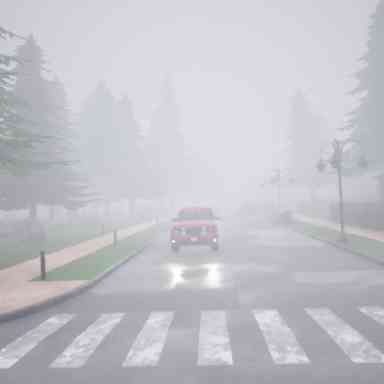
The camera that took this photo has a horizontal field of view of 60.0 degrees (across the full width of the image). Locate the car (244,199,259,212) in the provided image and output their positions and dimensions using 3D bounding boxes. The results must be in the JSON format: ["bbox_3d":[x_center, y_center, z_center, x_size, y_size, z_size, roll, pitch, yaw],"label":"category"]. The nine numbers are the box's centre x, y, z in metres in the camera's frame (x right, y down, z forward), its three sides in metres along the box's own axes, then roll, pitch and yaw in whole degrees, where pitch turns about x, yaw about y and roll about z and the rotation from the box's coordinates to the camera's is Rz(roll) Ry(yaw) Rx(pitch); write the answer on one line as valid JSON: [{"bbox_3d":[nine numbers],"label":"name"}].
[{"bbox_3d":[9.877,2.254,55.578,2.150,2.045,5.566,-3,-1,19],"label":"car"}]

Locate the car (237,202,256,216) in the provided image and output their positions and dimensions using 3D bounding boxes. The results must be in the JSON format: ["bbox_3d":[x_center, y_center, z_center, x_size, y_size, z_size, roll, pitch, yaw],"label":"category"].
[{"bbox_3d":[7.383,2.475,45.884,1.994,1.385,4.181,-3,-1,14],"label":"car"}]

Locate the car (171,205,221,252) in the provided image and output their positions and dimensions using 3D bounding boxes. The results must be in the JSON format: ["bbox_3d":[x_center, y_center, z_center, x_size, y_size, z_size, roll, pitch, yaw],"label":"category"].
[{"bbox_3d":[0.260,1.762,17.196,2.150,2.045,5.566,-2,-1,4],"label":"car"}]

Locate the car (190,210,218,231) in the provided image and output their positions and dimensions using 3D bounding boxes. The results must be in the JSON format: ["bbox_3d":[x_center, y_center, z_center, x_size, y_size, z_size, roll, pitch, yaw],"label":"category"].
[{"bbox_3d":[1.067,2.312,27.531,1.994,1.385,4.181,-3,-1,5],"label":"car"}]
